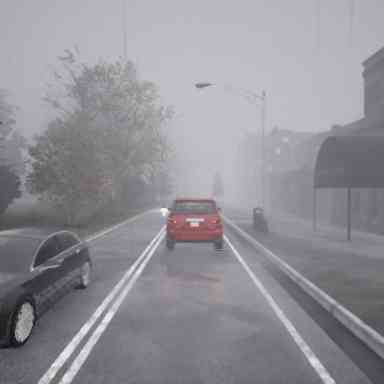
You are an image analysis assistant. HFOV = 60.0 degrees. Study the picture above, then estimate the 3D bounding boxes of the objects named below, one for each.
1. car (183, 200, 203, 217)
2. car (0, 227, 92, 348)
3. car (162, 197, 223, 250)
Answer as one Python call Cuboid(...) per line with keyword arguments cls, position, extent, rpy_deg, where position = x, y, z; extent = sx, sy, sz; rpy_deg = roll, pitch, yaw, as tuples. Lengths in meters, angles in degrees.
Cuboid(cls="car", position=(0.104, 1.533, 32.117), extent=(1.812, 1.442, 4.674), rpy_deg=(0, 0, 0))
Cuboid(cls="car", position=(-3.349, 1.507, 6.334), extent=(1.837, 1.490, 4.892), rpy_deg=(0, 0, 0))
Cuboid(cls="car", position=(0.101, 1.226, 14.408), extent=(2.150, 2.045, 5.566), rpy_deg=(0, 0, 0))
